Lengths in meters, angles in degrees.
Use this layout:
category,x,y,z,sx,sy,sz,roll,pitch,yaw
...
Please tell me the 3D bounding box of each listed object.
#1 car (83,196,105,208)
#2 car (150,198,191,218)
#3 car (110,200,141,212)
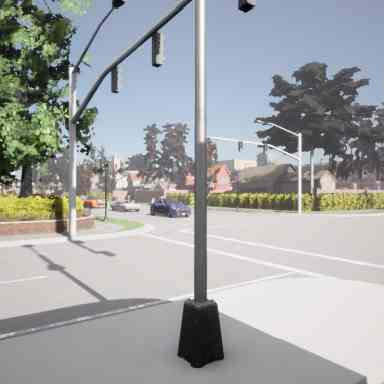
category,x,y,z,sx,sy,sz,roll,pitch,yaw
car,-13.672,1.352,46.885,2.097,1.767,4.553,0,0,-36
car,-2.045,1.352,30.804,2.097,1.767,4.553,0,0,-36
car,-7.785,1.601,38.743,1.895,1.301,4.718,0,0,-36
